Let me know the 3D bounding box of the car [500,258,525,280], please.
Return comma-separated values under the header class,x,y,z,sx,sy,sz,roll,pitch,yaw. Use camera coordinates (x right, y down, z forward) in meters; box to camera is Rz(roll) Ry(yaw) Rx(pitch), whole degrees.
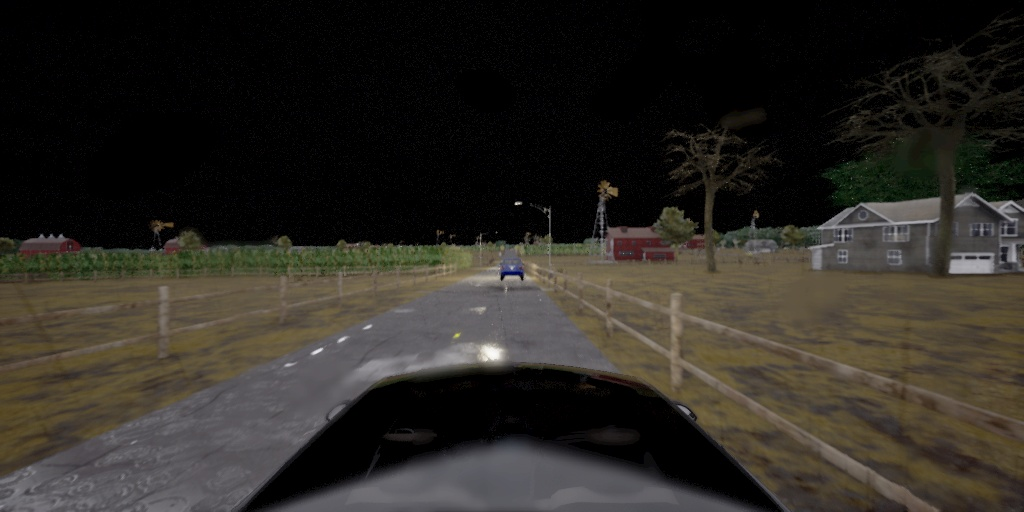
class,x,y,z,sx,sy,sz,roll,pitch,yaw
car,0.025,1.237,34.460,2.150,2.045,5.566,0,-1,1
